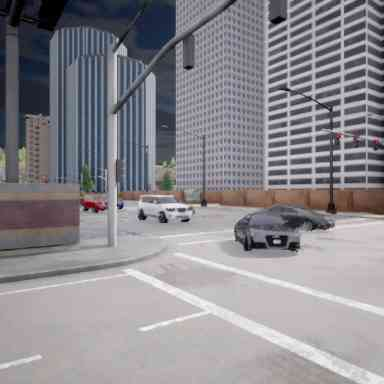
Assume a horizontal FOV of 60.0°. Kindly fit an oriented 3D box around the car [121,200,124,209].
[{"bbox_3d":[-10.929,1.232,43.782,2.150,2.045,5.566,0,0,-35],"label":"car"}]

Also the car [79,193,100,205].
[{"bbox_3d":[-19.153,1.237,61.839,2.150,2.045,5.566,0,0,-35],"label":"car"}]

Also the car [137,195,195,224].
[{"bbox_3d":[-2.234,1.230,25.352,2.150,2.045,5.566,0,0,-35],"label":"car"}]

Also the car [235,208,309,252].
[{"bbox_3d":[2.973,1.572,13.719,1.994,1.385,4.181,0,0,-1],"label":"car"}]

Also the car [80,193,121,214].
[{"bbox_3d":[-10.295,1.232,36.795,2.150,2.045,5.566,0,0,-35],"label":"car"}]

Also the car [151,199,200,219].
[{"bbox_3d":[-1.606,1.503,30.535,2.128,1.511,4.902,0,0,-35],"label":"car"}]

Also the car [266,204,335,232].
[{"bbox_3d":[6.126,1.517,20.283,1.837,1.490,4.892,0,0,-41],"label":"car"}]
